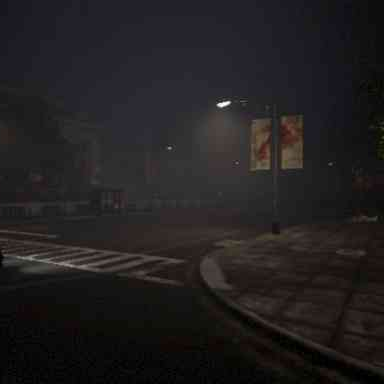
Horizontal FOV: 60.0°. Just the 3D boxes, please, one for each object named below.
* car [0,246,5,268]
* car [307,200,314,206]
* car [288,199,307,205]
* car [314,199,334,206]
[{"bbox_3d":[-7.003,1.574,7.900,1.812,1.442,4.674,0,-1,31],"label":"car"},{"bbox_3d":[30.035,2.559,81.305,4.674,1.442,1.812,1,-1,-35],"label":"car"},{"bbox_3d":[25.378,2.532,81.618,4.674,1.452,2.002,1,-1,-40],"label":"car"},{"bbox_3d":[31.450,2.533,77.998,4.902,1.511,2.128,1,-1,-38],"label":"car"}]
